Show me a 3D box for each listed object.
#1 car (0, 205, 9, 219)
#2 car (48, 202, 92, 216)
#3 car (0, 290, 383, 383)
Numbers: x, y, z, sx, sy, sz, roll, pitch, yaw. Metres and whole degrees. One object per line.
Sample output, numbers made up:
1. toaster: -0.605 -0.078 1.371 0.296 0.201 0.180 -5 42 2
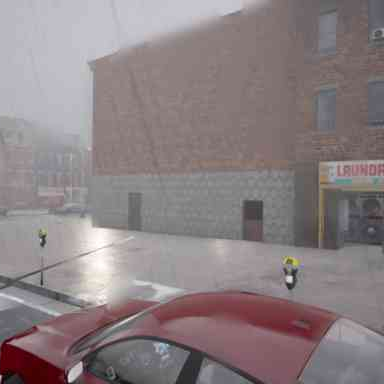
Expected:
1. car: -19.334 1.725 30.185 2.128 1.511 4.902 1 0 36
2. car: -13.591 1.910 38.201 2.033 1.411 5.357 1 0 35
3. car: 0.145 1.544 2.694 4.507 1.381 1.887 0 1 36
